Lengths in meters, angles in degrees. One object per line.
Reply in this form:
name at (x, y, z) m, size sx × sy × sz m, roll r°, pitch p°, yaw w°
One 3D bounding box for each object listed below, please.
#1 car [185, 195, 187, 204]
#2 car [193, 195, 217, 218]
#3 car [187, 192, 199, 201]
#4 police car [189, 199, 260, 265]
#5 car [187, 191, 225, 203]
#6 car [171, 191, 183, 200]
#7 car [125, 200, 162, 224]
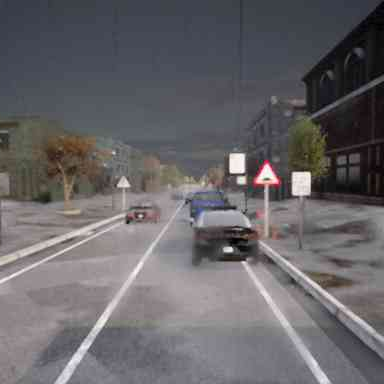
car at (0.151, 0.768, 46.783) m, size 2.097 × 1.767 × 4.553 m, roll 0°, pitch 1°, yaw 1°
car at (0.971, 1.097, 27.170) m, size 1.801 × 1.575 × 5.366 m, roll 0°, pitch 1°, yaw 0°
car at (0.161, 0.789, 59.574) m, size 2.033 × 1.411 × 5.357 m, roll 0°, pitch 1°, yaw 0°
police car at (0.928, 1.239, 11.088) m, size 1.930 × 1.638 × 5.238 m, roll 0°, pitch 1°, yaw 0°
car at (0.955, 0.932, 21.006) m, size 2.150 × 2.045 × 5.566 m, roll 0°, pitch 1°, yaw 0°
car at (-2.864, 0.550, 62.658) m, size 2.097 × 1.767 × 4.553 m, roll 0°, pitch 1°, yaw 1°
car at (-3.043, 1.243, 21.589) m, size 1.994 × 1.385 × 4.181 m, roll 0°, pitch 0°, yaw 0°
